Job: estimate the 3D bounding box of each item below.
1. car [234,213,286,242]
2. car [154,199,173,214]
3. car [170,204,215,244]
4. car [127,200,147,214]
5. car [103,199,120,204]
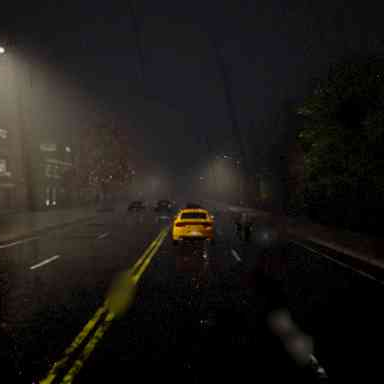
[{"bbox_3d":[3.349,1.733,17.298,1.895,1.301,4.718,0,0,0],"label":"car"},{"bbox_3d":[-3.373,1.659,40.323,2.097,1.767,4.553,0,0,0],"label":"car"},{"bbox_3d":[0.099,1.605,16.602,1.882,1.535,5.008,0,0,0],"label":"car"},{"bbox_3d":[-6.621,1.813,40.278,1.837,1.490,4.892,0,-1,0],"label":"car"},{"bbox_3d":[-20.695,2.476,85.669,4.313,1.339,1.947,-1,1,-1],"label":"car"}]
